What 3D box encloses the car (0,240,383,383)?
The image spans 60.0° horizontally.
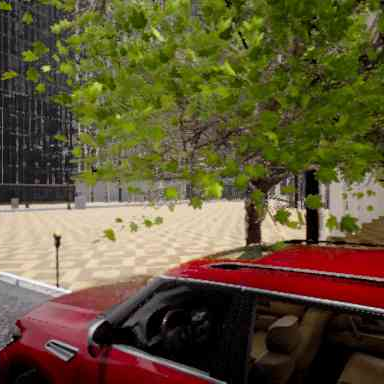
[{"bbox_3d":[0.614,1.318,2.442,5.009,1.841,2.192,0,0,35],"label":"car"}]
